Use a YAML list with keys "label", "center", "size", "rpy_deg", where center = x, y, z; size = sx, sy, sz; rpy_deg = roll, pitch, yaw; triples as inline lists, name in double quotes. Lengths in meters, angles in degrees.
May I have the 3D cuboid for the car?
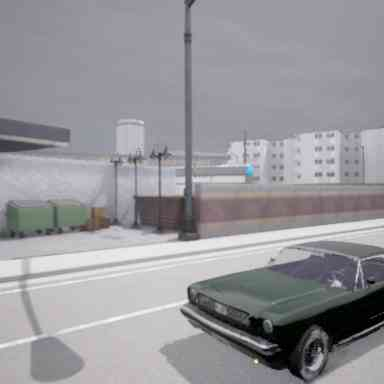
- label: "car"
  center: [2.175, 1.566, 5.533]
  size: [4.718, 1.301, 1.895]
  rpy_deg: [0, 0, -35]
